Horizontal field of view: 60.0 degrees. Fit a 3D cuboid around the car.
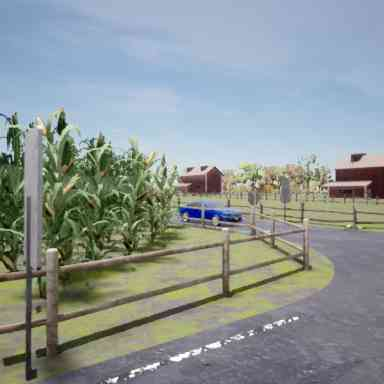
[{"bbox_3d":[1.172,1.308,21.918,1.882,1.535,5.008,1,0,-37],"label":"car"}]
